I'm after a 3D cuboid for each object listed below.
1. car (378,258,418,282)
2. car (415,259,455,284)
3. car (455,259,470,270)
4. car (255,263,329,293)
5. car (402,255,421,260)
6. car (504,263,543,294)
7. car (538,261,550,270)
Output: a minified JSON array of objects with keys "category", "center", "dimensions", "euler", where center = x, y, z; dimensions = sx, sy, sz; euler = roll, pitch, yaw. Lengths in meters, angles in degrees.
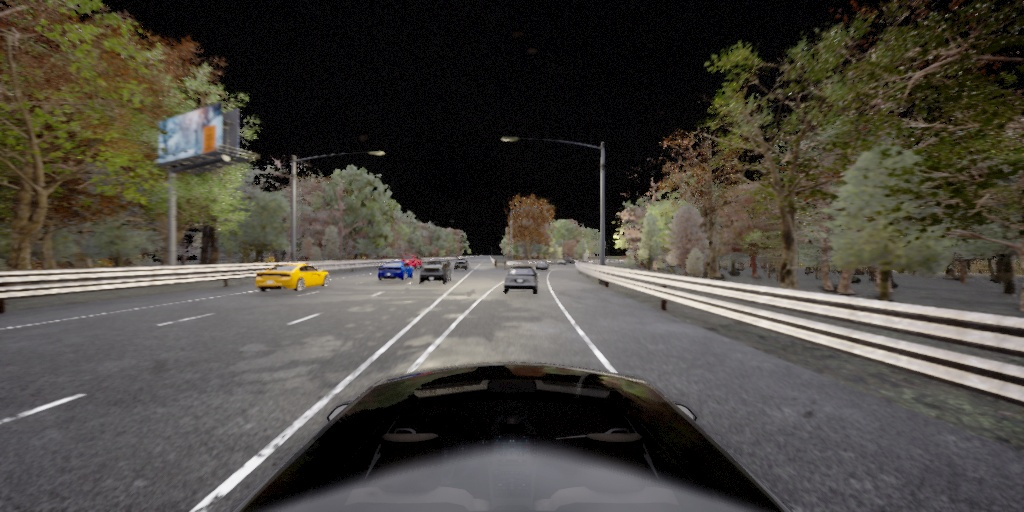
[{"category":"car","center":[-9.202,1.175,28.768],"dimensions":[1.882,1.535,5.008],"euler":[0,0,-4]},{"category":"car","center":[-5.554,1.226,26.492],"dimensions":[1.837,1.490,4.892],"euler":[0,0,-4]},{"category":"car","center":[-7.066,1.220,50.798],"dimensions":[1.837,1.490,4.892],"euler":[0,0,-4]},{"category":"car","center":[-12.181,1.155,20.285],"dimensions":[1.882,1.535,5.008],"euler":[0,0,-4]},{"category":"car","center":[-14.025,0.892,49.977],"dimensions":[2.150,2.045,5.566],"euler":[0,0,-4]},{"category":"car","center":[0.590,1.308,20.646],"dimensions":[2.033,1.411,5.357],"euler":[1,0,4]},{"category":"car","center":[4.753,1.517,56.169],"dimensions":[1.994,1.385,4.181],"euler":[0,0,10]}]
